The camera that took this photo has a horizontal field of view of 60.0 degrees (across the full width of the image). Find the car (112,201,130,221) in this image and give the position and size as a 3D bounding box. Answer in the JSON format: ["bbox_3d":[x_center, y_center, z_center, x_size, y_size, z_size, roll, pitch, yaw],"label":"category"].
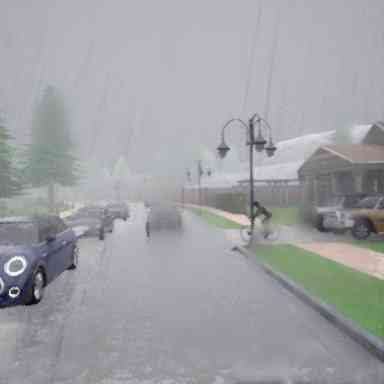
[{"bbox_3d":[-6.177,1.524,27.299,1.837,1.490,4.892,-1,0,-6],"label":"car"}]

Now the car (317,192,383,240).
[{"bbox_3d":[8.128,0.966,14.203,4.605,1.855,1.932,-1,0,-6],"label":"car"}]

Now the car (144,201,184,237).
[{"bbox_3d":[-1.509,1.455,18.006,2.128,1.511,4.902,-1,0,-6],"label":"car"}]

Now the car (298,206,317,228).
[{"bbox_3d":[7.493,0.971,16.667,3.866,1.878,1.905,-1,0,-6],"label":"car"}]

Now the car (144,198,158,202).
[{"bbox_3d":[-5.569,1.541,45.998,1.895,1.301,4.718,-1,0,-14],"label":"car"}]

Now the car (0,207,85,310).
[{"bbox_3d":[-4.270,1.404,8.056,2.097,1.767,4.553,-1,0,-6],"label":"car"}]

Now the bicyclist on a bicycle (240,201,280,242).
[{"bbox_3d":[2.739,1.179,13.328,1.656,1.620,0.582,-1,0,-6],"label":"bicyclist on a bicycle"}]

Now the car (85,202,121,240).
[{"bbox_3d":[-5.140,1.528,17.013,2.128,1.511,4.902,-1,0,-6],"label":"car"}]
